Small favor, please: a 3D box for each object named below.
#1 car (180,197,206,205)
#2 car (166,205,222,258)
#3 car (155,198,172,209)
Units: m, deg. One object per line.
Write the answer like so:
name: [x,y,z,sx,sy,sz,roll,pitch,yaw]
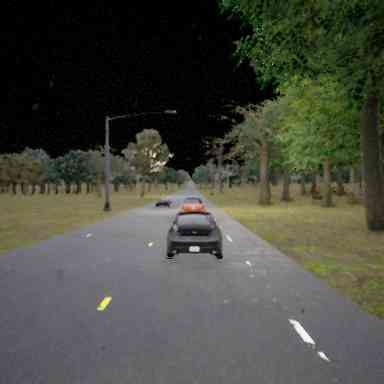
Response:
car: [0.096,1.239,28.122,2.097,1.767,4.553,0,0,0]
car: [0.088,1.470,12.558,1.837,1.490,4.892,0,1,0]
car: [-3.576,1.361,42.077,1.895,1.301,4.718,0,1,0]
